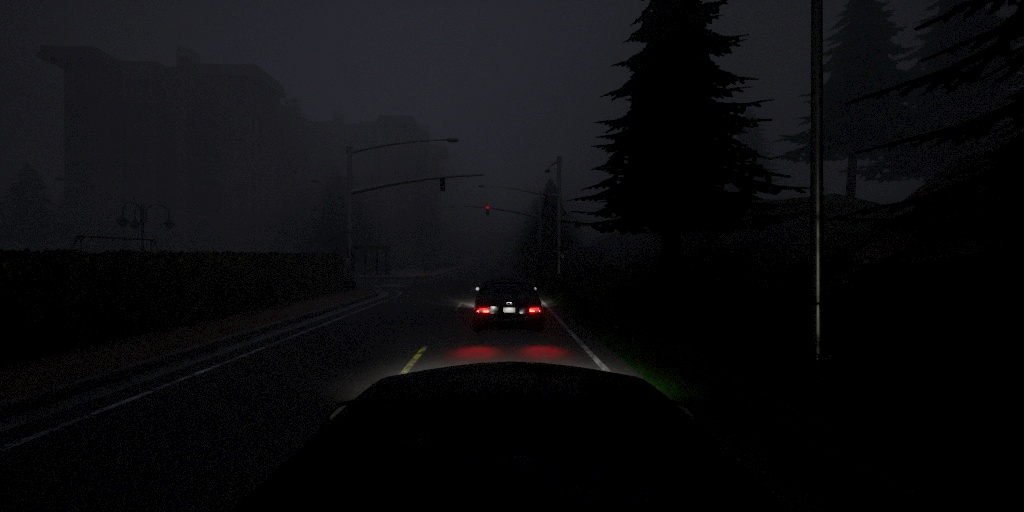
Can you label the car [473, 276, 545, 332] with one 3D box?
[{"bbox_3d":[-0.155,1.297,10.797,2.033,1.411,5.357,0,0,-2],"label":"car"}]
